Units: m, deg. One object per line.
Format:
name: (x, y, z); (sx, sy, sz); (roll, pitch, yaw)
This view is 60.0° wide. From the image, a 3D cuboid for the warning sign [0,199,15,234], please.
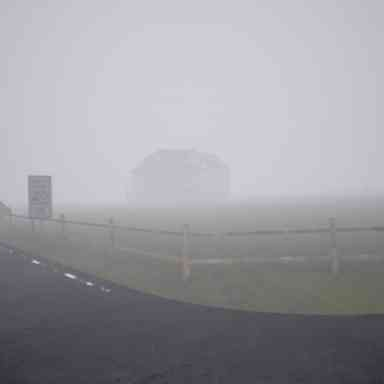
warning sign: (-10.793, 1.361, 18.672); (1.300, 1.860, 1.060); (0, 0, -43)
